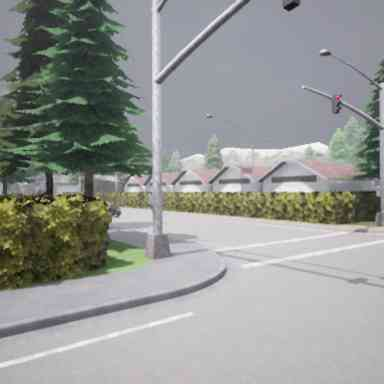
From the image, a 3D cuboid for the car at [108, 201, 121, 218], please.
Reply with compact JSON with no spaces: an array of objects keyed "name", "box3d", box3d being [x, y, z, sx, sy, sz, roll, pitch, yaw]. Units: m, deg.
[{"name":"car","box3d":[-7.680,1.447,28.548,1.994,1.385,4.181,-1,1,-36]}]
